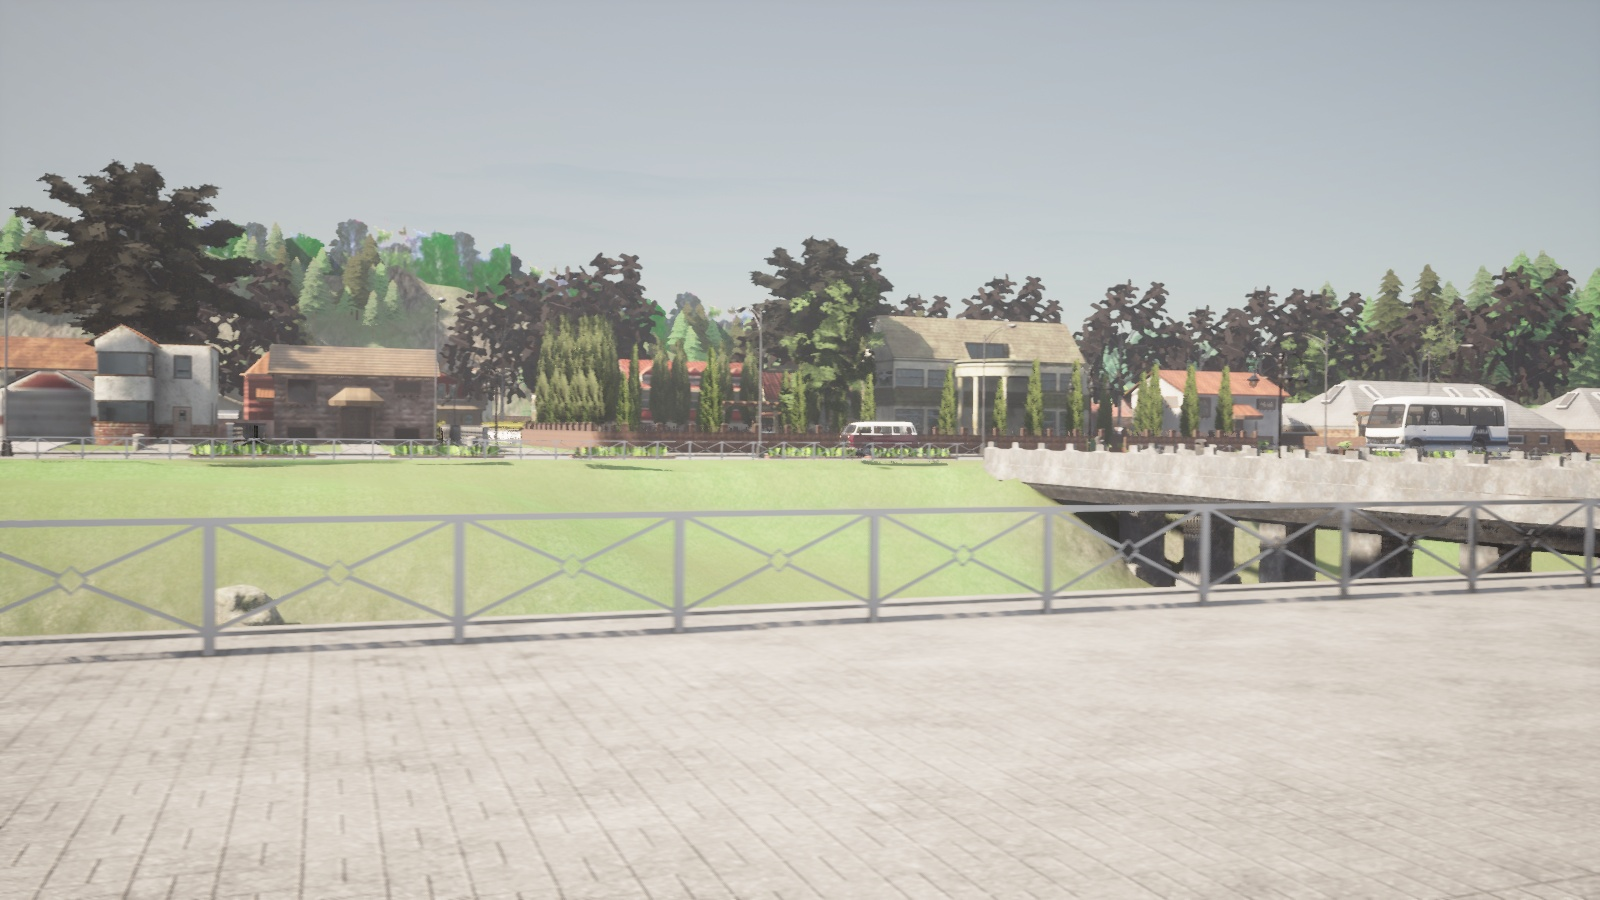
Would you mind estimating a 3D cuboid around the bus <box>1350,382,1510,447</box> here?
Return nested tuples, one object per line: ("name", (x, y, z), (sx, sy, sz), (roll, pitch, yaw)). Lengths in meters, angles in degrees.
("bus", (43.213, -2.447, 86.133), (10.273, 4.253, 3.944), (-1, 1, -21))

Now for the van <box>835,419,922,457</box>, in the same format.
("van", (4.478, -0.690, 71.450), (4.480, 2.038, 2.069), (-1, 1, -21))
